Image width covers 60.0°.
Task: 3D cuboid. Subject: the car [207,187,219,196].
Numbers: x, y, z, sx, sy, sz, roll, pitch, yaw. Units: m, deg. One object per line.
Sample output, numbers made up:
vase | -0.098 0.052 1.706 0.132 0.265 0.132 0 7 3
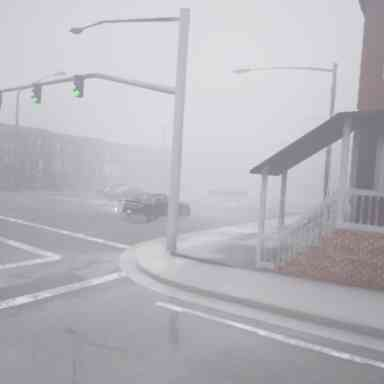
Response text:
car | 4.389 -0.059 52.905 1.895 1.301 4.718 5 3 36

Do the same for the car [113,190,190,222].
car | -2.001 0.851 20.098 2.128 1.511 4.902 5 3 36

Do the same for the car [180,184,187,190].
car | -3.585 -1.224 66.236 5.357 1.411 2.033 5 1 -31

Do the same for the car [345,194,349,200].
car | 28.337 0.781 61.047 2.097 1.767 4.553 5 3 35

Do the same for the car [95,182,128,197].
car | -8.119 -0.319 35.646 2.097 1.767 4.553 5 3 36

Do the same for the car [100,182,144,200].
car | -6.213 0.110 32.335 1.812 1.442 4.674 5 3 36

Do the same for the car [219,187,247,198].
car | 6.521 0.074 49.895 1.882 1.535 5.008 5 3 36
